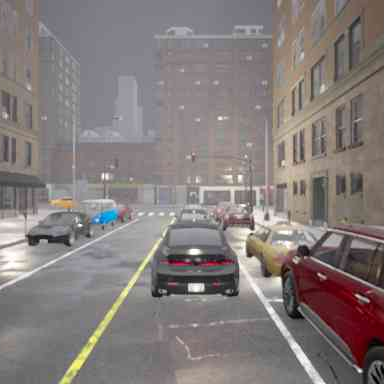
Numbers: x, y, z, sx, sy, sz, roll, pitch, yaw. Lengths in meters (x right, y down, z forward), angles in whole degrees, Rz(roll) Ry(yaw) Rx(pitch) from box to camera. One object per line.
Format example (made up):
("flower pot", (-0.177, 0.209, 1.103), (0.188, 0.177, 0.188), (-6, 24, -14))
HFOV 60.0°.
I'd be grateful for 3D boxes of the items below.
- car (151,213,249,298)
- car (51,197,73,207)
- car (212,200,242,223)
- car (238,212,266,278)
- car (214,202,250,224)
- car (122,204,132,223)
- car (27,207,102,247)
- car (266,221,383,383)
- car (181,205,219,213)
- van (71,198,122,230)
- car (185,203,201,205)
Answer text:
("car", (0.051, 1.516, 8.546), (1.837, 1.490, 4.892), (0, 0, -1))
("car", (-15.303, 1.422, 42.411), (5.008, 1.535, 1.882), (0, -1, 0))
("car", (2.679, 1.482, 26.265), (1.967, 1.590, 4.097), (1, 0, 0))
("car", (2.677, 1.538, 9.987), (1.752, 1.417, 4.829), (1, 0, 0))
("car", (2.678, 1.472, 20.782), (1.967, 1.590, 4.097), (1, 0, 0))
("car", (-5.848, 1.587, 26.267), (1.887, 1.381, 4.507), (1, 0, 0))
("car", (-5.849, 1.588, 15.302), (1.947, 1.339, 4.313), (1, 0, 0))
("car", (2.678, 1.320, 4.334), (2.192, 1.841, 5.009), (1, 0, 0))
("car", (0.101, 1.549, 16.092), (1.812, 1.442, 4.674), (0, 0, 0))
("van", (-5.846, 1.373, 20.784), (1.690, 1.788, 3.998), (1, 0, 0))
("car", (0.082, 1.589, 26.063), (2.033, 1.411, 5.357), (0, 0, 0))
